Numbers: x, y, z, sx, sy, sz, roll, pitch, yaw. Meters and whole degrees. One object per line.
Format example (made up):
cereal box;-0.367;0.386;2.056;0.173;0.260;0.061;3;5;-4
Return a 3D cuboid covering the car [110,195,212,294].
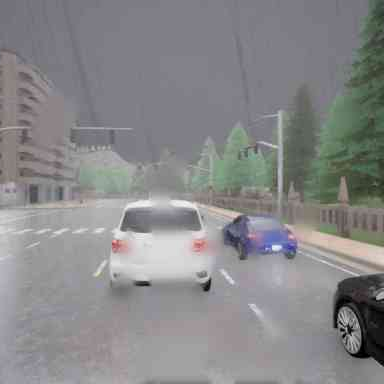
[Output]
car;-0.802;1.221;9.003;2.150;2.045;5.566;0;0;-5

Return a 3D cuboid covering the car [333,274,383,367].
car;3.120;1.492;3.135;2.128;1.511;4.902;0;0;-3

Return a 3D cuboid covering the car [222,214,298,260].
car;2.342;1.526;12.363;1.812;1.442;4.674;0;0;-6
